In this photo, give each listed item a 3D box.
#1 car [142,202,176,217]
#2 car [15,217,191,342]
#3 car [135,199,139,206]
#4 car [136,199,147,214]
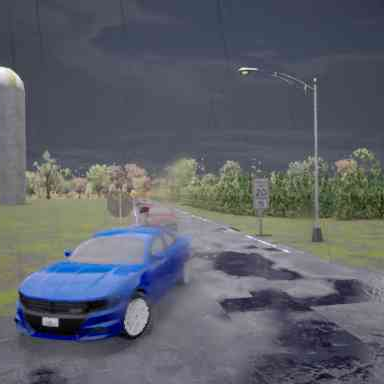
[{"bbox_3d":[-2.085,1.628,21.406,1.812,1.442,4.674,-1,0,-10],"label":"car"},{"bbox_3d":[-1.368,1.528,6.991,1.882,1.535,5.008,0,-1,13],"label":"car"},{"bbox_3d":[-8.559,1.824,56.314,1.994,1.385,4.181,-1,0,-11],"label":"car"},{"bbox_3d":[-5.091,1.777,38.078,1.895,1.301,4.718,-1,0,-11],"label":"car"}]
